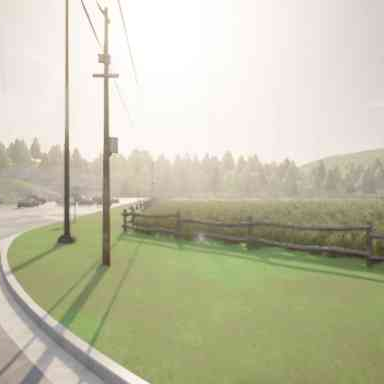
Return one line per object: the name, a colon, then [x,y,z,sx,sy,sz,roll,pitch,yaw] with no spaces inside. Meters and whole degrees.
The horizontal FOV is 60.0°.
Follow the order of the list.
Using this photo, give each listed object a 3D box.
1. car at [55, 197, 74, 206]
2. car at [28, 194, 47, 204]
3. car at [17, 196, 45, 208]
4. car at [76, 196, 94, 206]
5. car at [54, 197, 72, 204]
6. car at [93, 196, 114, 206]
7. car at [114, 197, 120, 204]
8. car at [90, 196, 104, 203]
car: [-22.727,1.740,60.232,1.812,1.442,4.674,0,0,-5]
car: [-30.063,1.458,64.331,2.150,2.045,5.566,0,0,-5]
car: [-25.450,1.736,52.013,2.033,1.411,5.357,0,0,-5]
car: [-19.234,1.813,60.460,1.895,1.301,4.718,0,0,-5]
car: [-27.041,1.788,69.812,2.033,1.411,5.357,0,0,-5]
car: [-15.434,1.707,58.221,1.837,1.490,4.892,0,0,-5]
car: [-16.573,1.767,70.625,2.128,1.511,4.902,0,0,-5]
car: [-20.066,1.577,70.399,1.837,1.490,4.892,0,0,-5]
